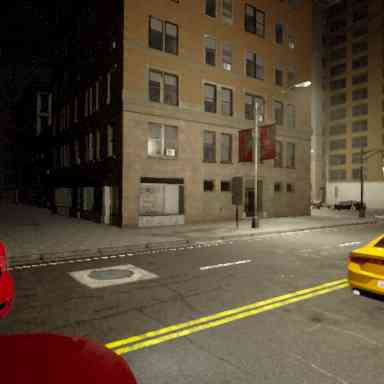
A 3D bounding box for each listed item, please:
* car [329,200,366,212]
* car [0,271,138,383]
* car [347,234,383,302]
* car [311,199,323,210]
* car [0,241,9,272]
[{"bbox_3d":[18.760,1.666,40.253,1.947,1.339,4.313,1,0,-35],"label":"car"},{"bbox_3d":[-2.500,1.524,1.656,4.674,1.442,1.812,0,0,-36],"label":"car"},{"bbox_3d":[5.443,1.494,7.342,5.008,1.535,1.882,0,0,-35],"label":"car"},{"bbox_3d":[15.484,1.651,44.870,2.008,1.369,4.403,1,0,-35],"label":"car"},{"bbox_3d":[-5.257,1.219,3.924,5.566,2.045,2.150,0,0,-36],"label":"car"}]
